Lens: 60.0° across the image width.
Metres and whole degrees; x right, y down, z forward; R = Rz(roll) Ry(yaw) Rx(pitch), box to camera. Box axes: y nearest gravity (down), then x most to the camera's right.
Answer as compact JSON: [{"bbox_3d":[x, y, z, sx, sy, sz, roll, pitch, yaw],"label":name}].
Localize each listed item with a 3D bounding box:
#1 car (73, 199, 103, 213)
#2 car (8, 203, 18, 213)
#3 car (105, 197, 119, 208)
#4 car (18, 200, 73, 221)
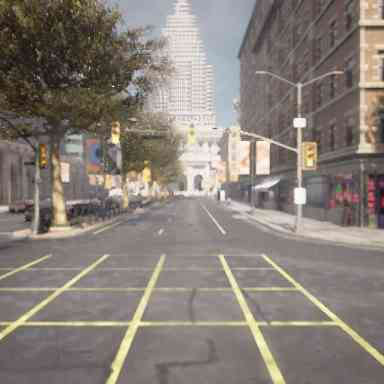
[{"bbox_3d":[-11.573,1.496,36.606,2.033,1.411,5.357,0,0,0],"label":"car"},{"bbox_3d":[-18.243,1.543,36.775,1.895,1.301,4.718,0,0,0],"label":"car"},{"bbox_3d":[-11.540,1.437,46.741,1.837,1.490,4.892,0,1,1],"label":"car"},{"bbox_3d":[-11.592,1.467,26.709,1.837,1.490,4.892,0,0,0],"label":"car"}]
